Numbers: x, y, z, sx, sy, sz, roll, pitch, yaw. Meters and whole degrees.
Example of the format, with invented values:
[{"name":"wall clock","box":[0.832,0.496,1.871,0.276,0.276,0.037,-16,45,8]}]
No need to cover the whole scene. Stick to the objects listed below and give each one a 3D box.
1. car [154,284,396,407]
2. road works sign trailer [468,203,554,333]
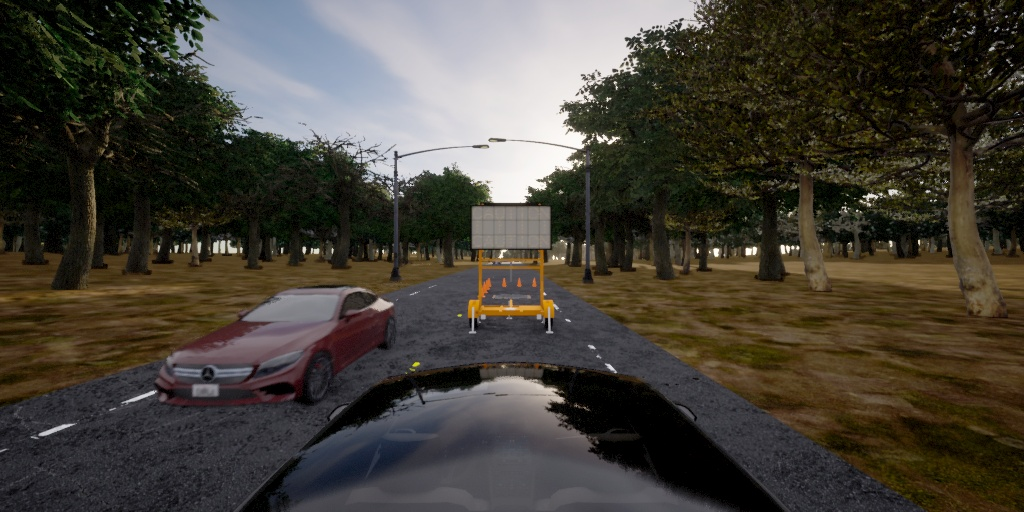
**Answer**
[{"name":"car","box":[-3.506,1.280,6.426,1.812,1.442,4.674,0,0,0]},{"name":"road works sign trailer","box":[-0.026,0.223,10.711,2.380,3.560,2.880,0,0,0]}]
